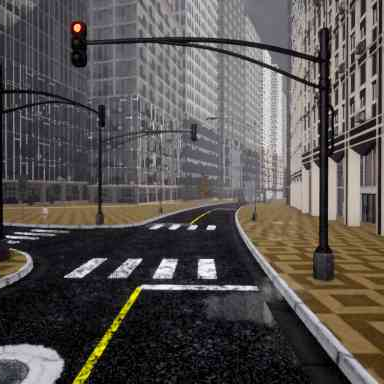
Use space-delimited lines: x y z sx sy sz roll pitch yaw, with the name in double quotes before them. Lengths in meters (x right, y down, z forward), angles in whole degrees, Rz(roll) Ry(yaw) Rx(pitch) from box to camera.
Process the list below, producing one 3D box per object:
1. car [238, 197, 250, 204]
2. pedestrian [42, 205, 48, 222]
"car" 10.840 1.733 69.047 1.882 1.535 5.008 0 0 19
"pedestrian" -9.298 1.345 21.024 0.500 1.100 0.500 0 0 17
